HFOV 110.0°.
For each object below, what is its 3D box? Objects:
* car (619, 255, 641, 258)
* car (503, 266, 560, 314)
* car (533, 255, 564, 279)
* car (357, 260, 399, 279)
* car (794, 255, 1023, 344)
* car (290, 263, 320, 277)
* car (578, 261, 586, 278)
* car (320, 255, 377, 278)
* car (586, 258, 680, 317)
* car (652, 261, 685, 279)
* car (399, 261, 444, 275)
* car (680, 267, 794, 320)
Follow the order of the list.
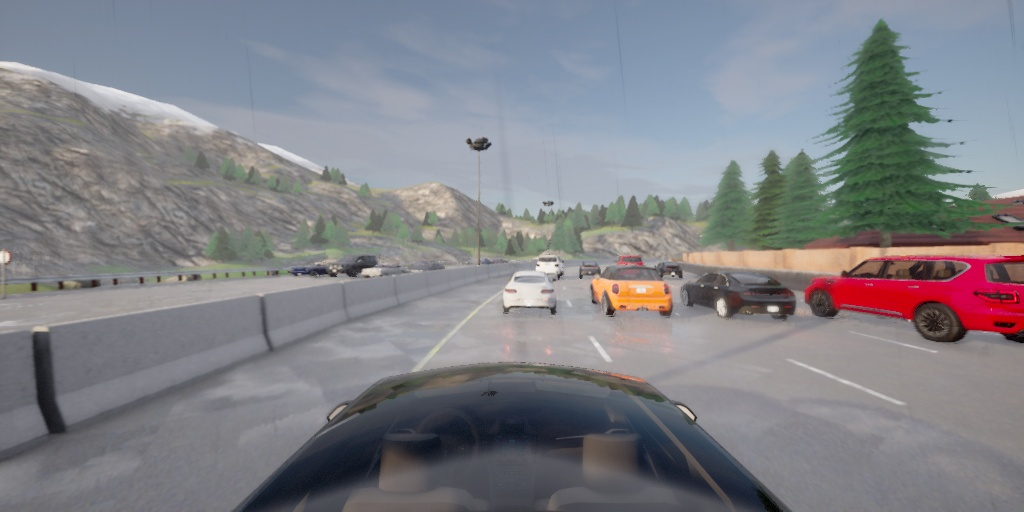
[{"bbox_3d":[10.595,0.962,32.478,2.150,2.045,5.566,0,0,12],"label":"car"},{"bbox_3d":[0.713,1.263,13.599,1.812,1.442,4.674,0,0,5],"label":"car"},{"bbox_3d":[3.542,0.942,32.942,2.150,2.045,5.566,0,0,12],"label":"car"},{"bbox_3d":[-11.173,1.284,31.636,1.895,1.301,4.718,0,0,11],"label":"car"},{"bbox_3d":[10.924,0.991,9.783,2.150,2.045,5.566,0,0,3],"label":"car"},{"bbox_3d":[-18.003,1.264,33.203,1.895,1.301,4.718,0,0,11],"label":"car"},{"bbox_3d":[7.247,1.222,33.434,2.128,1.511,4.902,0,0,12],"label":"car"},{"bbox_3d":[-14.472,0.897,32.969,2.150,2.045,5.566,0,0,11],"label":"car"},{"bbox_3d":[4.216,1.098,13.353,2.097,1.767,4.553,0,0,4],"label":"car"},{"bbox_3d":[14.348,1.254,33.113,1.837,1.490,4.892,0,0,13],"label":"car"},{"bbox_3d":[-7.564,1.185,31.765,2.128,1.511,4.902,0,0,11],"label":"car"},{"bbox_3d":[7.650,1.262,12.660,1.837,1.490,4.892,0,0,4],"label":"car"}]
